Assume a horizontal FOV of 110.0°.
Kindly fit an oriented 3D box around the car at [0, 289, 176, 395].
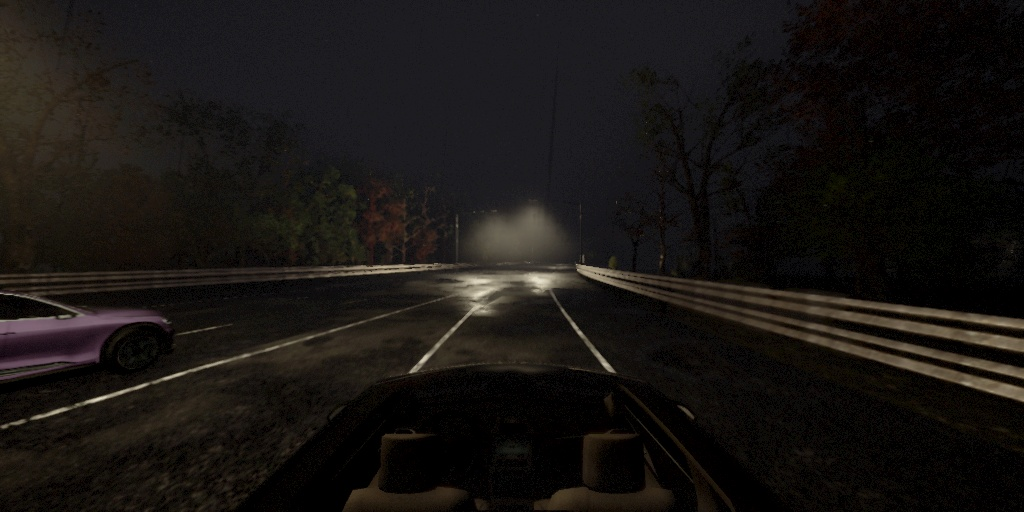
[{"bbox_3d":[-7.580,1.169,4.810,2.033,1.649,4.856,0,-1,10],"label":"car"}]
